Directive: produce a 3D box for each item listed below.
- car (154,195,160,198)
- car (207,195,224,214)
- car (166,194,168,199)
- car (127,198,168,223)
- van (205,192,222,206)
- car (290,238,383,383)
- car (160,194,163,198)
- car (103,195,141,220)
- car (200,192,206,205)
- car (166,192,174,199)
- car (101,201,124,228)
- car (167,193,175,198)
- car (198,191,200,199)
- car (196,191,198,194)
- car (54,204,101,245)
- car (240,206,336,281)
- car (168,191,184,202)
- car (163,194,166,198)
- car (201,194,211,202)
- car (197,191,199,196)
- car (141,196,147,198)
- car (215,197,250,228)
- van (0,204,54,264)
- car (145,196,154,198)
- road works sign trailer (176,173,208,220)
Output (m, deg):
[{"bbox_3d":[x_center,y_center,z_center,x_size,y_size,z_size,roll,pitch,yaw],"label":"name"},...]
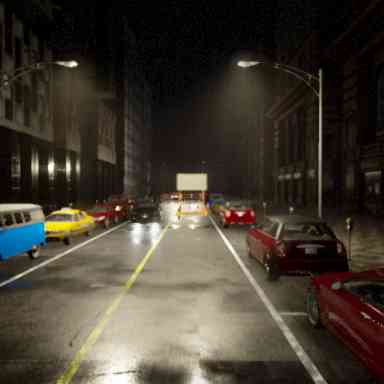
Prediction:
[{"bbox_3d":[-5.776,1.268,43.223,2.008,1.369,4.403,0,0,0],"label":"car"},{"bbox_3d":[2.752,1.312,32.206,1.752,1.417,4.829,0,0,0],"label":"car"},{"bbox_3d":[-5.784,1.093,71.233,1.887,1.381,4.507,0,0,0],"label":"car"},{"bbox_3d":[-3.105,1.405,23.907,1.994,1.385,4.181,0,0,0],"label":"car"},{"bbox_3d":[2.750,1.093,37.636,1.690,1.788,3.998,0,0,0],"label":"van"},{"bbox_3d":[2.759,1.554,4.028,1.802,1.307,4.206,0,0,0],"label":"car"},{"bbox_3d":[-5.777,1.248,48.825,1.947,1.339,4.313,0,0,0],"label":"car"},{"bbox_3d":[-5.772,1.140,26.416,2.192,1.841,5.009,0,0,0],"label":"car"},{"bbox_3d":[2.747,0.997,48.838,2.192,1.841,5.009,0,0,0],"label":"car"},{"bbox_3d":[-5.788,0.890,88.038,1.967,1.590,4.097,0,0,0],"label":"car"},{"bbox_3d":[-5.770,1.444,20.815,1.802,1.307,4.206,0,0,0],"label":"car"},{"bbox_3d":[-5.789,0.962,93.641,1.887,1.381,4.507,0,0,0],"label":"car"},{"bbox_3d":[2.744,0.929,60.042,2.192,1.841,5.009,0,0,0],"label":"car"},{"bbox_3d":[2.738,0.923,82.449,1.967,1.590,4.097,0,0,0],"label":"car"},{"bbox_3d":[-5.769,1.425,15.043,1.752,1.417,4.829,0,0,0],"label":"car"},{"bbox_3d":[2.758,1.375,9.628,1.967,1.590,4.097,0,0,0],"label":"car"},{"bbox_3d":[-3.036,0.935,65.368,2.097,1.767,4.553,0,0,0],"label":"car"},{"bbox_3d":[-5.779,1.214,54.427,1.947,1.339,4.313,0,0,0],"label":"car"},{"bbox_3d":[2.743,1.147,65.645,1.947,1.339,4.313,0,0,0],"label":"car"},{"bbox_3d":[2.741,0.988,71.246,1.967,1.590,4.097,0,0,0],"label":"car"},{"bbox_3d":[-5.773,1.371,32.019,1.802,1.307,4.206,0,0,0],"label":"car"},{"bbox_3d":[2.755,1.301,20.831,1.967,1.590,4.097,0,0,0],"label":"car"},{"bbox_3d":[-5.768,1.277,9.610,1.690,1.788,3.998,0,0,0],"label":"van"},{"bbox_3d":[-5.775,1.193,37.620,1.967,1.590,4.097,0,0,0],"label":"car"},{"bbox_3d":[-0.007,0.292,25.868,2.380,3.560,2.880,0,0,0],"label":"road works sign trailer"}]
